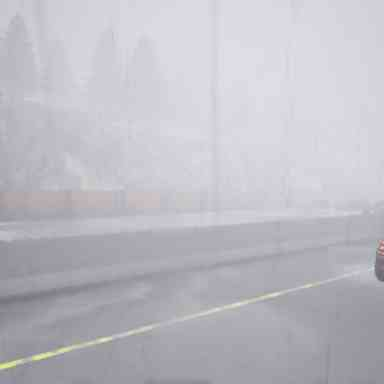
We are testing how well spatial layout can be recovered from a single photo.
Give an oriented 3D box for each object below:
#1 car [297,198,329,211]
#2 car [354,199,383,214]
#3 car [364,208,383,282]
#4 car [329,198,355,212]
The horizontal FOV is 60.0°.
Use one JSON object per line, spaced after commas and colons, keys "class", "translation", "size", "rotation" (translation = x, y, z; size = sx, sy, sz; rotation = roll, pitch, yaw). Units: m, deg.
{"class": "car", "translation": [14.879, 1.489, 40.414], "size": [5.008, 1.535, 1.882], "rotation": [0, 0, -35]}
{"class": "car", "translation": [16.523, 1.499, 28.669], "size": [4.902, 1.511, 2.128], "rotation": [0, 0, -36]}
{"class": "car", "translation": [6.683, 1.354, 8.469], "size": [4.553, 1.767, 2.097], "rotation": [0, 0, -35]}
{"class": "car", "translation": [18.570, 1.489, 38.839], "size": [5.008, 1.535, 1.882], "rotation": [0, 0, -36]}
